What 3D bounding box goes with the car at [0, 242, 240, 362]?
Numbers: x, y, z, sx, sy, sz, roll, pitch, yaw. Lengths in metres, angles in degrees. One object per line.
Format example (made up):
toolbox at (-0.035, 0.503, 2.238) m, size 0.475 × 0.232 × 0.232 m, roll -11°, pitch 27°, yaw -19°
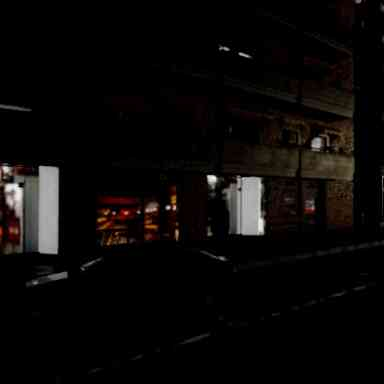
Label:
car at (-0.995, 1.598, 5.846) m, size 4.206 × 1.307 × 1.802 m, roll 0°, pitch 0°, yaw -35°
